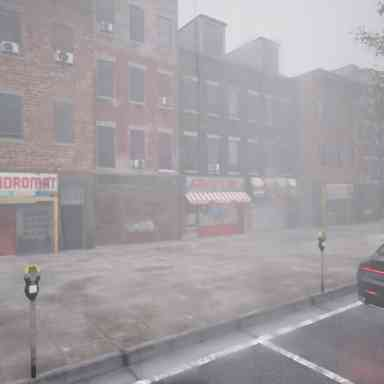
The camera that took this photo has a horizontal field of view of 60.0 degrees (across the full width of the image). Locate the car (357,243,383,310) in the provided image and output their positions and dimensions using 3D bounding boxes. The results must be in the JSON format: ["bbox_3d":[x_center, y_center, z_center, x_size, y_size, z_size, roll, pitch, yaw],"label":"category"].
[{"bbox_3d":[5.203,1.511,6.638,4.892,1.490,1.837,0,0,-35],"label":"car"}]
